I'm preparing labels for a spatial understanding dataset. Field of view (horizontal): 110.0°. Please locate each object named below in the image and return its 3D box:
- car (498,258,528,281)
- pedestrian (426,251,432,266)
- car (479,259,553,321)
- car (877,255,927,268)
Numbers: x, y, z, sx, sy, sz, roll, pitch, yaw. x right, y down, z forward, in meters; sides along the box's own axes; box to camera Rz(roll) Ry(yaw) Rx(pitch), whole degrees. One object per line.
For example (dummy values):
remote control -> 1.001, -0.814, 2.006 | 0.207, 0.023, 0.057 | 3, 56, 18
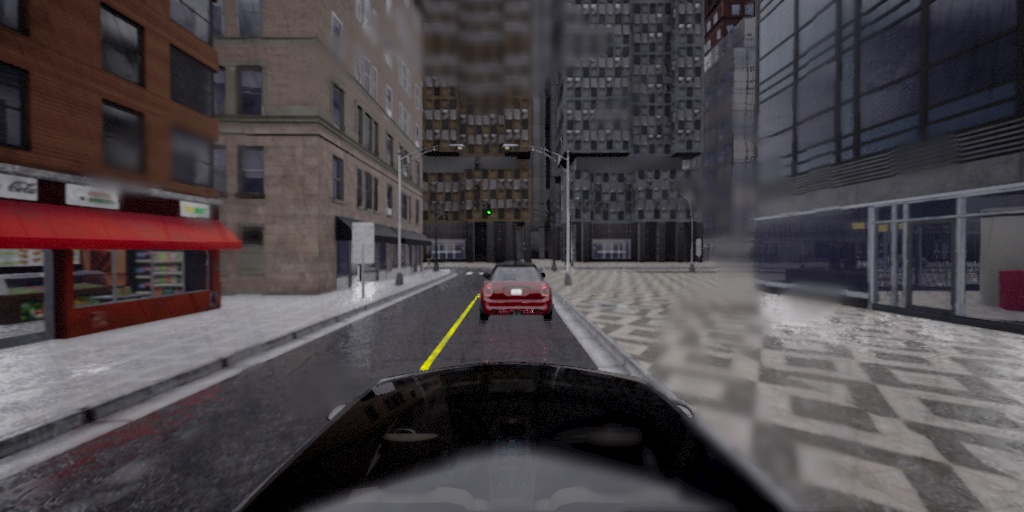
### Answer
car -> -0.014, 0.940, 26.954 | 2.033, 1.411, 5.357 | 0, 1, -2
pedestrian -> -9.976, 0.318, 43.030 | 0.375, 1.860, 0.375 | 0, 1, 0
car -> 0.083, 0.959, 11.961 | 2.097, 1.767, 4.553 | 0, 1, -1
car -> 42.673, 0.639, 39.577 | 4.902, 1.511, 2.128 | 0, 1, 1
